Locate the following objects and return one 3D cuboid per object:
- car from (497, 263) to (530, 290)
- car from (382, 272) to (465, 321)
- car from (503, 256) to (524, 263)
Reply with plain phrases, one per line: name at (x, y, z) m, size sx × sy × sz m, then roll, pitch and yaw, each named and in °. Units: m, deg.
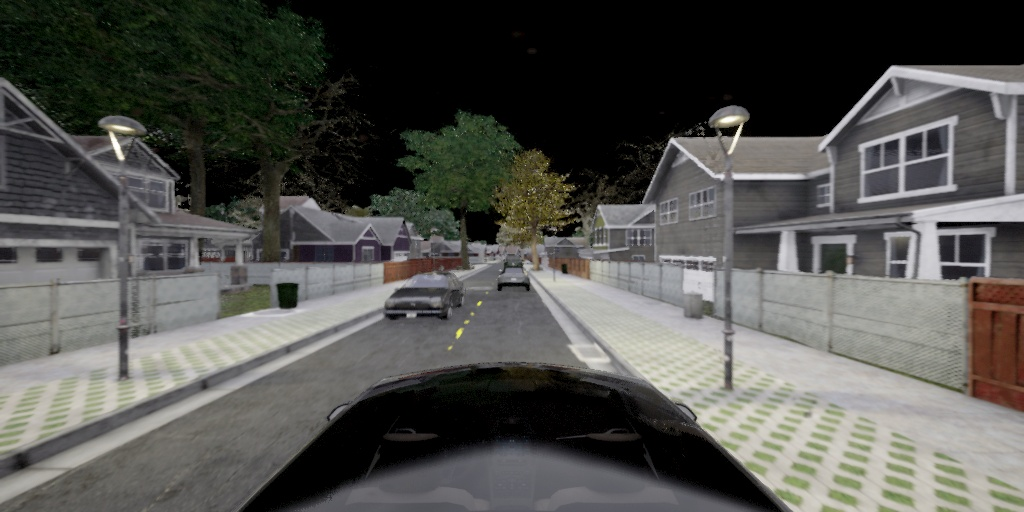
car at (0.116, 1.312, 22.535) m, size 1.994 × 1.385 × 4.181 m, roll 0°, pitch 0°, yaw 0°
car at (-2.818, 1.295, 12.767) m, size 2.033 × 1.411 × 5.357 m, roll 0°, pitch 0°, yaw 0°
car at (0.142, 0.972, 41.099) m, size 2.150 × 2.045 × 5.566 m, roll 0°, pitch 0°, yaw 0°
